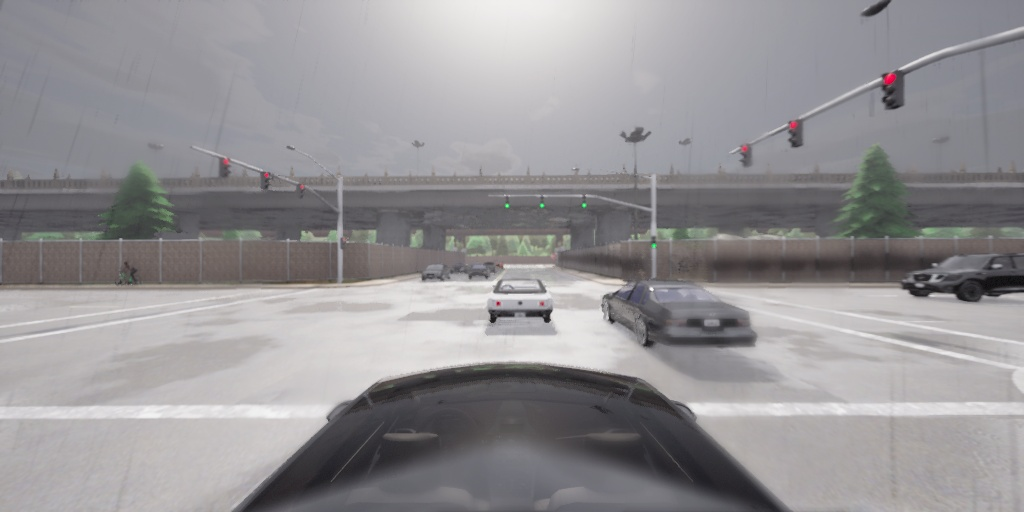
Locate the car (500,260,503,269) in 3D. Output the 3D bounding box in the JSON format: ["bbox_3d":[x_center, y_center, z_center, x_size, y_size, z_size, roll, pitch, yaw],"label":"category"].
[{"bbox_3d":[-2.644,1.399,64.481,2.097,1.767,4.553,0,0,1],"label":"car"}]

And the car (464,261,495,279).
[{"bbox_3d":[-3.121,1.464,35.367,2.033,1.411,5.357,0,0,1],"label":"car"}]

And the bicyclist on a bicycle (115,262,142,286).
[{"bbox_3d":[-25.491,1.190,23.836,0.582,1.620,1.656,0,0,1],"label":"bicyclist on a bicycle"}]

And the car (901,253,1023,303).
[{"bbox_3d":[20.790,0.899,15.835,5.566,2.045,2.150,-1,0,1],"label":"car"}]

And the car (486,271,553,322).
[{"bbox_3d":[0.261,1.371,12.251,1.895,1.301,4.718,0,0,1],"label":"car"}]

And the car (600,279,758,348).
[{"bbox_3d":[3.718,1.289,9.122,2.033,1.411,5.357,0,0,1],"label":"car"}]

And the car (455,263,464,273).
[{"bbox_3d":[-6.492,1.534,44.587,1.994,1.385,4.181,0,0,1],"label":"car"}]

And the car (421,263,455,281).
[{"bbox_3d":[-6.670,1.417,31.927,1.837,1.490,4.892,0,0,1],"label":"car"}]

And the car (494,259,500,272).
[{"bbox_3d":[-2.960,1.472,46.628,1.837,1.490,4.892,0,0,1],"label":"car"}]
